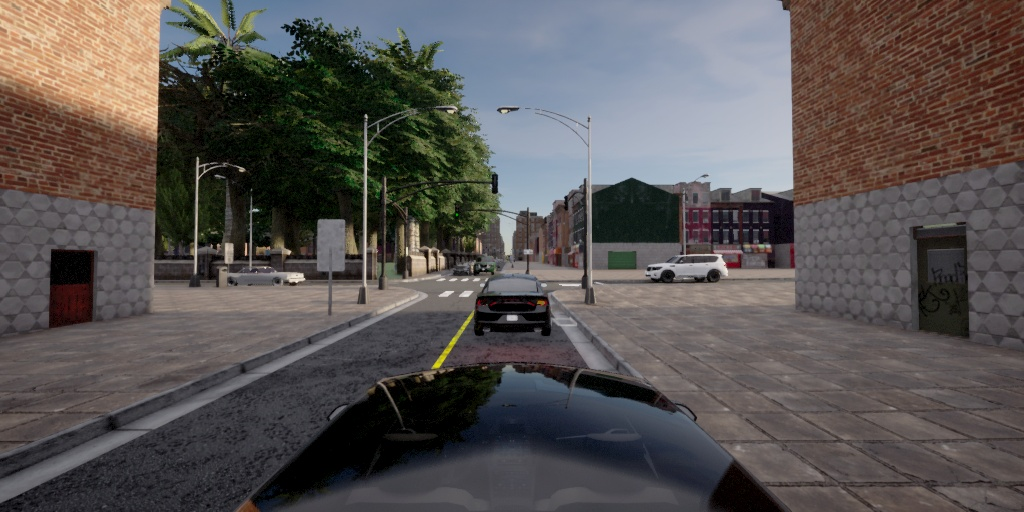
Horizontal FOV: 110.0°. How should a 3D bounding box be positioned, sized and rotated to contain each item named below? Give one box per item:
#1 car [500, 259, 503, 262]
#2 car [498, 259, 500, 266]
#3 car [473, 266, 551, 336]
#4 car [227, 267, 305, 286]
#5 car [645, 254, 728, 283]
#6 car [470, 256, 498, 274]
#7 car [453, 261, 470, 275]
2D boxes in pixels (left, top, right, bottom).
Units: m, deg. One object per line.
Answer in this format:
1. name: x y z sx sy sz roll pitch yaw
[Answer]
1. car: -3.019 1.374 60.434 2.033 1.411 5.357 0 0 0
2. car: -2.961 1.277 49.305 1.882 1.535 5.008 0 0 0
3. car: 0.034 1.231 10.476 1.882 1.535 5.008 0 0 1
4. car: -16.123 1.342 23.206 4.718 1.301 1.895 0 -1 0
5. car: 12.695 0.904 26.268 5.566 2.045 2.150 -1 -1 0
6. car: -2.900 1.003 38.806 2.150 2.045 5.566 0 0 -1
7. car: -5.467 1.333 39.620 2.007 1.370 4.403 0 0 0
